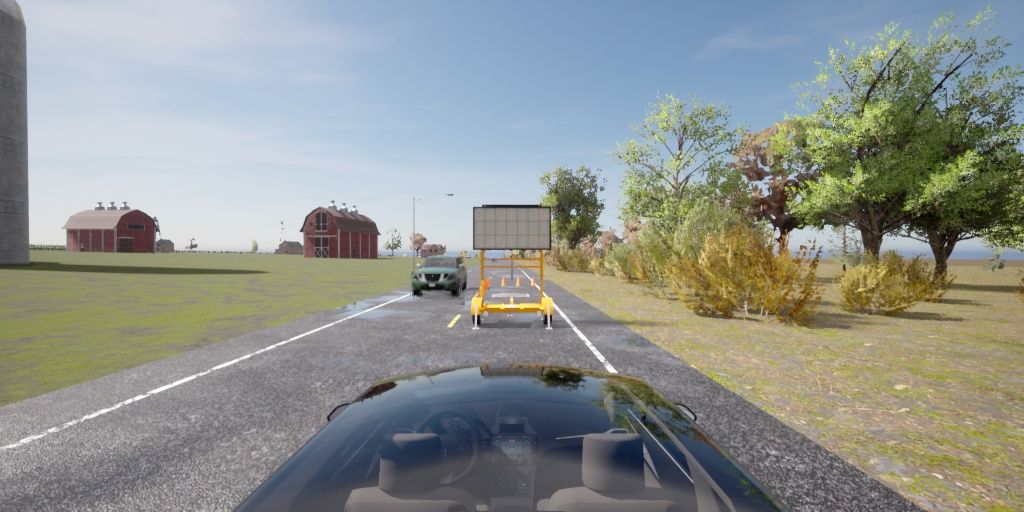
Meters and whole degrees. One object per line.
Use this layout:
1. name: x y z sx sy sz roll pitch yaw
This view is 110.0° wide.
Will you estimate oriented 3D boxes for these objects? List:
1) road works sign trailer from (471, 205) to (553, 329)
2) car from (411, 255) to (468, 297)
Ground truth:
1. road works sign trailer: -0.001 0.212 11.169 2.380 3.560 2.880 0 0 -1
2. car: -3.664 0.968 19.119 2.150 2.045 5.566 0 0 0
